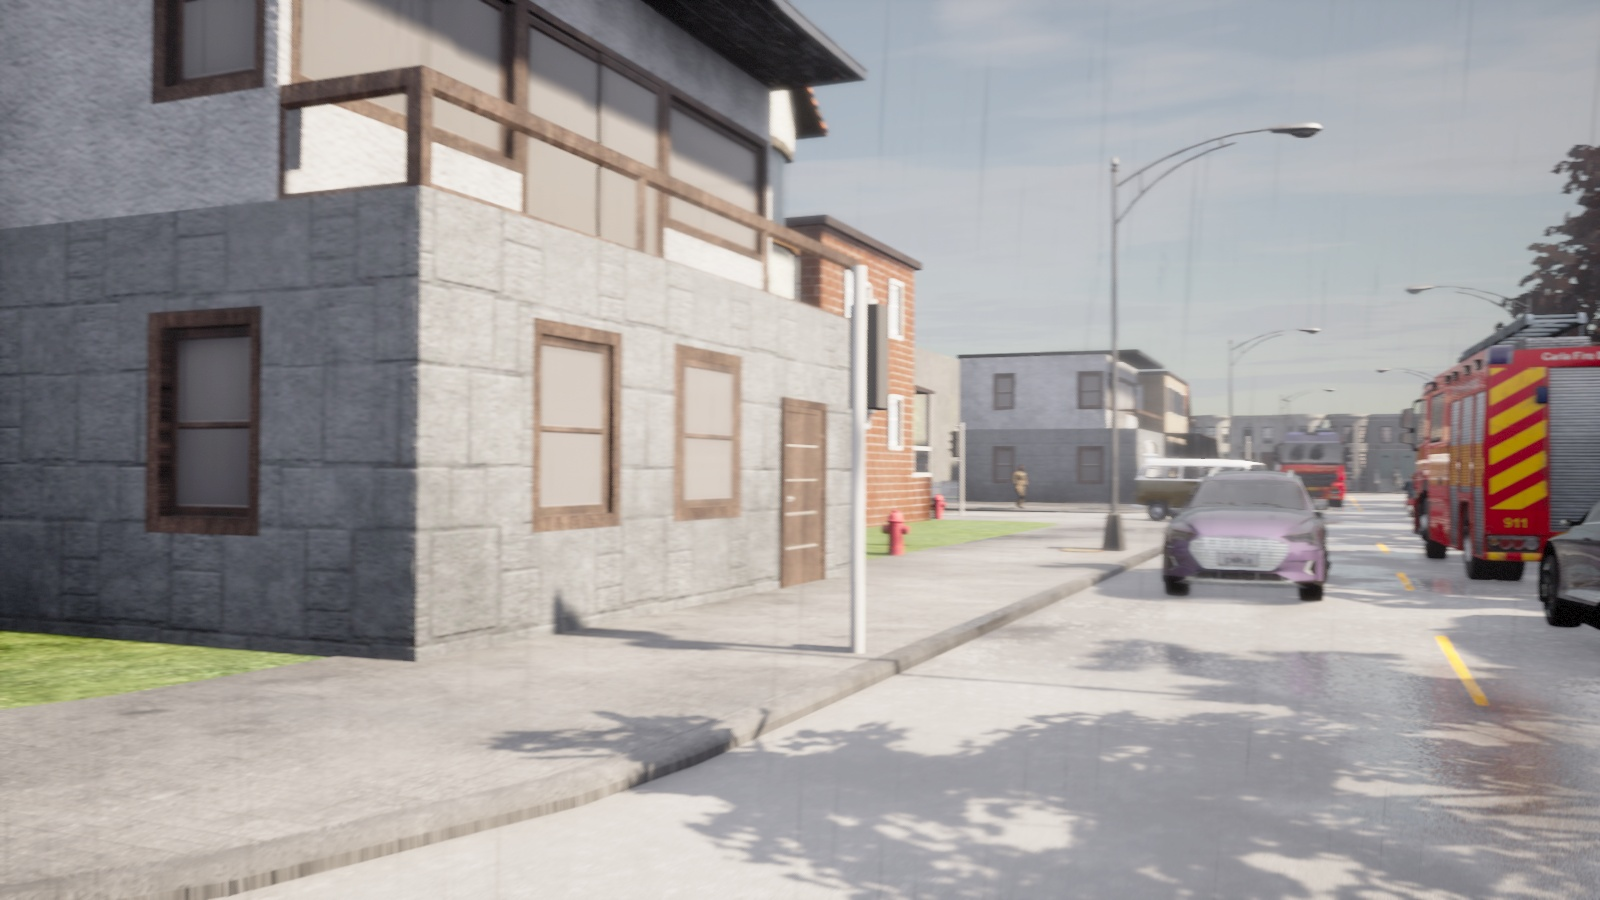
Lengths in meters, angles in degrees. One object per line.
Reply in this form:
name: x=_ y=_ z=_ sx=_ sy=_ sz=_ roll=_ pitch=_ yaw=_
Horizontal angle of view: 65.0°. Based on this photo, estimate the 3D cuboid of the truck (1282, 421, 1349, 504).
truck: x=25.689 y=0.665 z=62.416 sx=2.891 sy=3.827 sz=8.468 roll=-1 pitch=-1 yaw=23

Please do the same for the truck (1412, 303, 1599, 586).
truck: x=12.316 y=-0.014 z=20.984 sx=2.891 sy=3.827 sz=8.468 roll=0 pitch=-1 yaw=20

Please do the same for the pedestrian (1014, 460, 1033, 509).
pedestrian: x=8.915 y=1.355 z=49.996 sx=0.396 sy=1.930 sz=0.692 roll=0 pitch=-1 yaw=-27

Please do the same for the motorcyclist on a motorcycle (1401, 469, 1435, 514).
motorcyclist on a motorcycle: x=22.653 y=1.512 z=46.043 sx=0.866 sy=1.590 sz=1.817 roll=-2 pitch=-2 yaw=33

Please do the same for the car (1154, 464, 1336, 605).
car: x=6.248 y=1.027 z=17.253 sx=2.033 sy=1.649 sz=4.856 roll=-1 pitch=-1 yaw=23

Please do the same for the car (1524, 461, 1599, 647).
car: x=8.251 y=0.925 z=11.402 sx=2.033 sy=1.649 sz=4.856 roll=0 pitch=-1 yaw=19

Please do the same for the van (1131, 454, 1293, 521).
van: x=13.196 y=1.199 z=40.374 sx=4.480 sy=2.038 sz=2.069 roll=-1 pitch=-3 yaw=42
